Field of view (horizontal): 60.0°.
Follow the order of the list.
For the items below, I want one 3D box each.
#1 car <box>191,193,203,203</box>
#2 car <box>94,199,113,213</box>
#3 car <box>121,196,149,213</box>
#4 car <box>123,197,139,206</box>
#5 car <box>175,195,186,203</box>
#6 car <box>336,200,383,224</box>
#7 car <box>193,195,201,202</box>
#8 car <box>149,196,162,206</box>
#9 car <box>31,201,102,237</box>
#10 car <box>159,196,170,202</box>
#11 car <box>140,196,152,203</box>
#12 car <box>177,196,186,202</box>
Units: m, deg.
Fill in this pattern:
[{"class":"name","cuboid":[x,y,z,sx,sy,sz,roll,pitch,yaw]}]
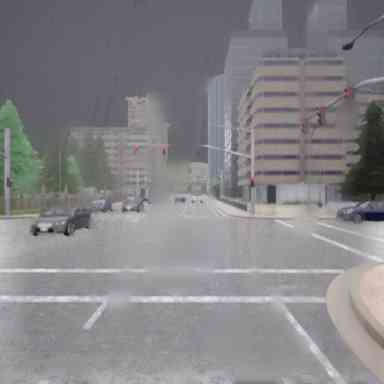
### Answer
[{"class":"car","cuboid":[1.024,1.178,66.939,2.150,2.045,5.566,0,0,1]},{"class":"car","cuboid":[-9.878,1.502,36.009,1.812,1.442,4.674,0,0,1]},{"class":"car","cuboid":[-6.370,1.468,36.190,2.128,1.511,4.902,0,0,1]},{"class":"car","cuboid":[-9.691,1.491,53.220,1.812,1.442,4.674,0,0,0]},{"class":"car","cuboid":[-2.472,1.434,67.289,1.882,1.535,5.008,0,0,1]},{"class":"car","cuboid":[12.943,1.336,24.092,4.553,1.767,2.097,0,0,1]},{"class":"car","cuboid":[1.117,1.472,76.624,1.812,1.442,4.674,0,0,1]},{"class":"car","cuboid":[-6.170,1.511,55.566,2.033,1.411,5.357,0,0,1]},{"class":"car","cuboid":[-6.846,1.480,18.047,2.128,1.511,4.902,0,0,2]},{"class":"car","cuboid":[-5.933,1.490,71.427,1.994,1.385,4.181,0,0,1]},{"class":"car","cuboid":[-9.458,1.542,68.787,1.895,1.301,4.718,0,0,1]},{"class":"car","cuboid":[-2.382,1.543,76.688,1.895,1.301,4.718,0,0,1]}]
